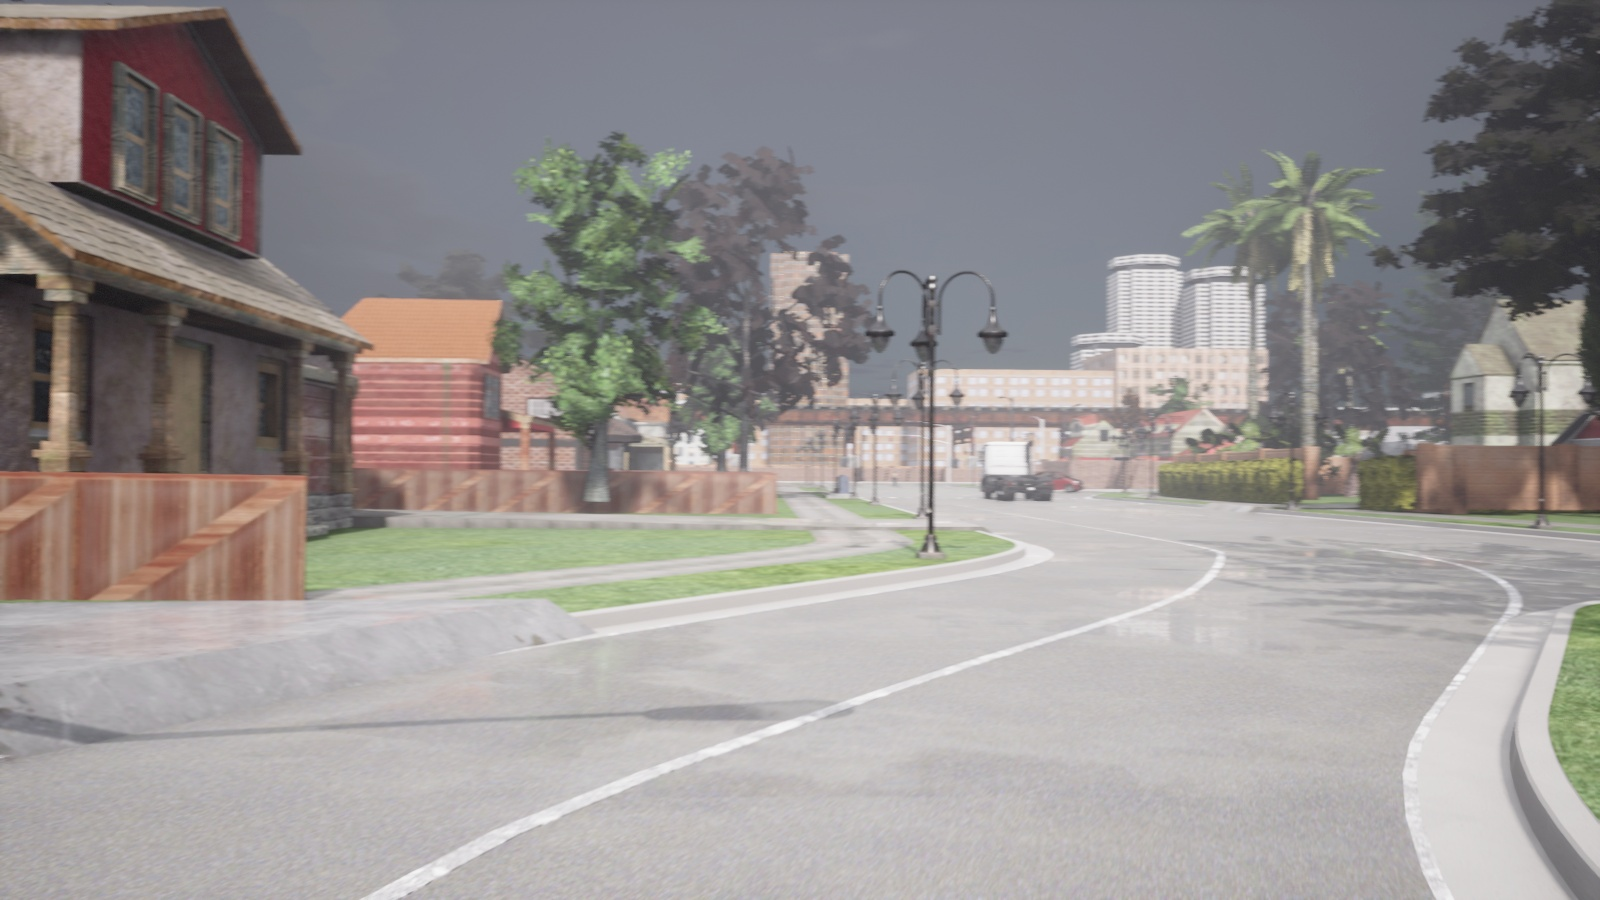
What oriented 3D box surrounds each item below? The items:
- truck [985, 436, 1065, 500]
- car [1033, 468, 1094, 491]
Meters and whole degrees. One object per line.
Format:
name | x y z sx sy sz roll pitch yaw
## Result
truck | 12.697 1.023 71.521 2.891 3.462 7.936 0 -1 -1
car | 19.300 2.154 92.020 3.988 1.617 1.851 -1 -1 27
